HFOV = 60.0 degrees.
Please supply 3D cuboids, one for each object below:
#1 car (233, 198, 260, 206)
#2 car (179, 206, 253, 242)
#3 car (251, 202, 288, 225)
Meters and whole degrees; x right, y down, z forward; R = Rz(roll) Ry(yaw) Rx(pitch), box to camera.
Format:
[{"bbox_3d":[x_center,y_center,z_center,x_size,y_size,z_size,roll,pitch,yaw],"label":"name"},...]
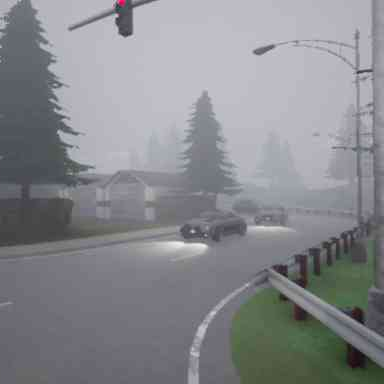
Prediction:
[{"bbox_3d":[6.249,1.509,34.609,2.097,1.767,4.553,0,-1,-34],"label":"car"},{"bbox_3d":[1.170,1.653,17.128,1.994,1.385,4.181,-1,0,35],"label":"car"},{"bbox_3d":[5.956,1.653,24.702,1.994,1.385,4.181,-1,0,22],"label":"car"}]
